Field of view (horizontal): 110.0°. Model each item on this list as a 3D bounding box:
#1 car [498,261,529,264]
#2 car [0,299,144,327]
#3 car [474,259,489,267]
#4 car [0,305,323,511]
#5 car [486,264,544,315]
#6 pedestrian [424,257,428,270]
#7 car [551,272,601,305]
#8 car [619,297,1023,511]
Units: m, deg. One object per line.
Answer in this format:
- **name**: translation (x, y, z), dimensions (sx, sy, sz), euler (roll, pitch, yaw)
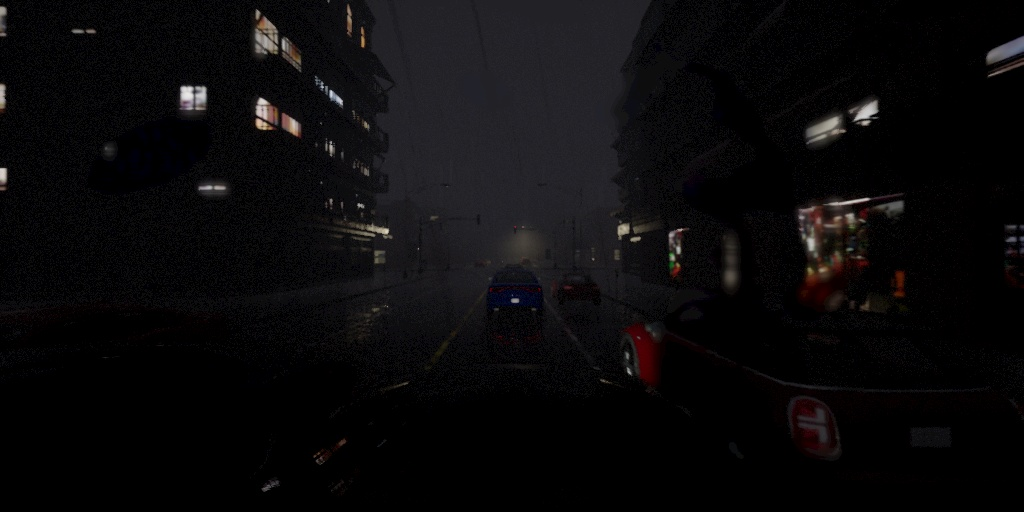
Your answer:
- **car**: translation (0.099, 1.316, 28.708), dimensions (1.994, 1.385, 4.181), euler (0, 0, 0)
- **car**: translation (-5.690, 1.294, 4.246), dimensions (1.888, 1.381, 4.507), euler (0, 0, 0)
- **car**: translation (-5.785, 1.327, 64.805), dimensions (1.888, 1.381, 4.507), euler (0, 0, 0)
- **car**: translation (-3.100, 1.297, 1.779), dimensions (2.033, 1.411, 5.357), euler (0, 0, 0)
- **car**: translation (0.099, 1.226, 13.524), dimensions (1.882, 1.535, 5.008), euler (0, 0, 0)
- **pedestrian**: translation (-12.517, 1.053, 52.063), dimensions (0.375, 1.860, 0.375), euler (0, 1, 0)
- **car**: translation (2.689, 1.331, 15.576), dimensions (1.802, 1.307, 4.207), euler (0, 0, 0)
- **car**: translation (2.690, 1.189, 4.246), dimensions (1.967, 1.591, 4.097), euler (0, 0, 0)
